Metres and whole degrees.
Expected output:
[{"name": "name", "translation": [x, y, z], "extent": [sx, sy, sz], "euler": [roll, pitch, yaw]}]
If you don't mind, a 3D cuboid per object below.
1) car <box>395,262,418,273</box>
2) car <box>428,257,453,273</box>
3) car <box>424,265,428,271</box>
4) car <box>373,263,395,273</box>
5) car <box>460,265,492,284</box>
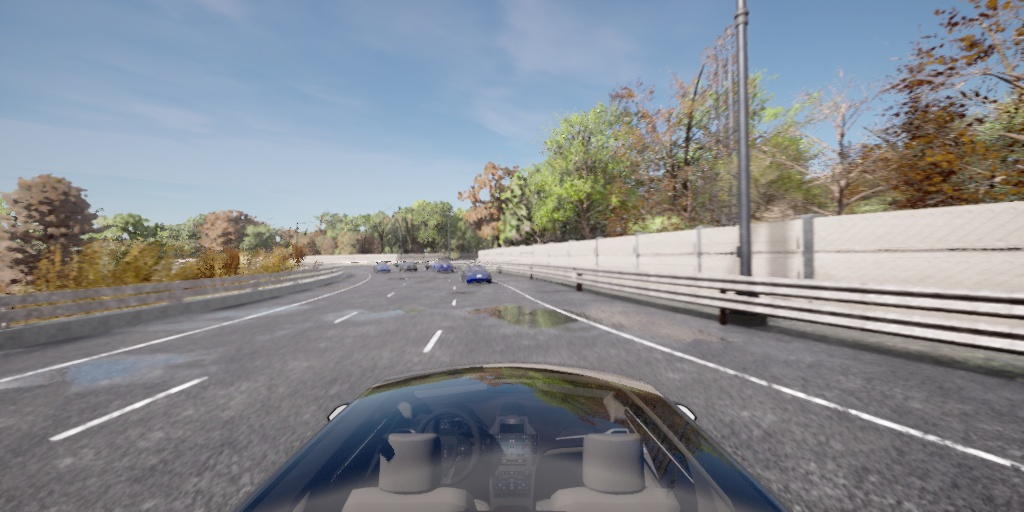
[{"name": "car", "translation": [-14.696, 1.569, 50.667], "extent": [2.033, 1.411, 5.357], "euler": [-1, 0, -28]}, {"name": "car", "translation": [-9.215, 1.281, 47.034], "extent": [2.097, 1.767, 4.553], "euler": [-1, 0, -23]}, {"name": "car", "translation": [-11.291, 1.568, 51.800], "extent": [1.895, 1.301, 4.718], "euler": [-1, 0, -28]}, {"name": "car", "translation": [-17.872, 1.619, 49.192], "extent": [2.033, 1.411, 5.357], "euler": [-1, 0, -28]}, {"name": "car", "translation": [-2.881, 1.411, 27.927], "extent": [1.994, 1.385, 4.181], "euler": [-1, 0, -15]}]
